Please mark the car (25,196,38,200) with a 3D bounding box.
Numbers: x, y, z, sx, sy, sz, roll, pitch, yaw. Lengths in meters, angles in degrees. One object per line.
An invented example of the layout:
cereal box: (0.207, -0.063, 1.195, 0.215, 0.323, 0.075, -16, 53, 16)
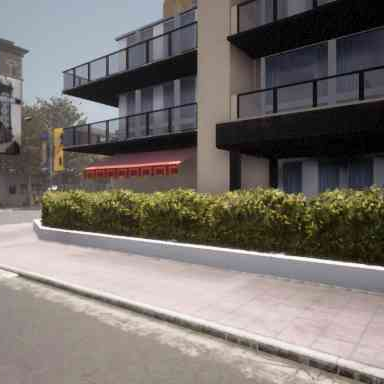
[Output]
car: (-34.532, 1.481, 68.325, 4.892, 1.521, 2.231, 0, 0, 37)
